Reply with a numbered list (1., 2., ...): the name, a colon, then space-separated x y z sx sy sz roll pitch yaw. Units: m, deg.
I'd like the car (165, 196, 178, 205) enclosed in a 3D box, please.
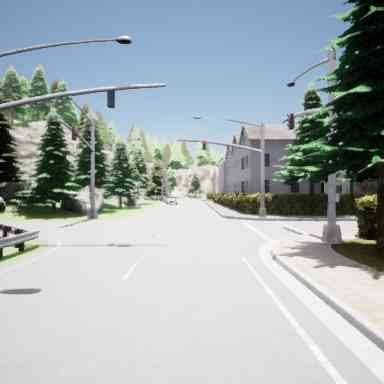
1. car: -3.500 1.454 57.772 1.812 1.442 4.674 0 0 0
